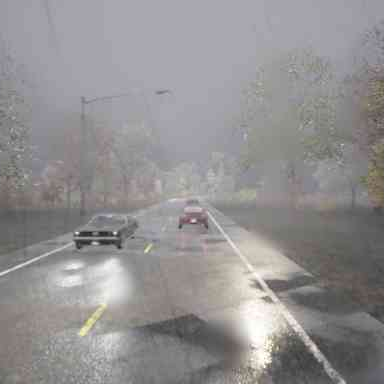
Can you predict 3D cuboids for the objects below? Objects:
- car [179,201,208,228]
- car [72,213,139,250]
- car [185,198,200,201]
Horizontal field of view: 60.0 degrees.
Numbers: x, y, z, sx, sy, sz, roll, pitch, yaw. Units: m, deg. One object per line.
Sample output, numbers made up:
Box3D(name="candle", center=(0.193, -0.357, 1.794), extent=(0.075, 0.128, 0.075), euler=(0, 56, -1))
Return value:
Box3D(name="car", center=(0.100, 1.556, 22.340), extent=(1.812, 1.442, 4.674), euler=(0, 0, 0))
Box3D(name="car", center=(-3.596, 1.620, 14.620), extent=(1.895, 1.301, 4.718), euler=(0, 0, 0))
Box3D(name="car", center=(0.091, 1.569, 47.328), extent=(1.837, 1.490, 4.892), euler=(0, 0, 0))
